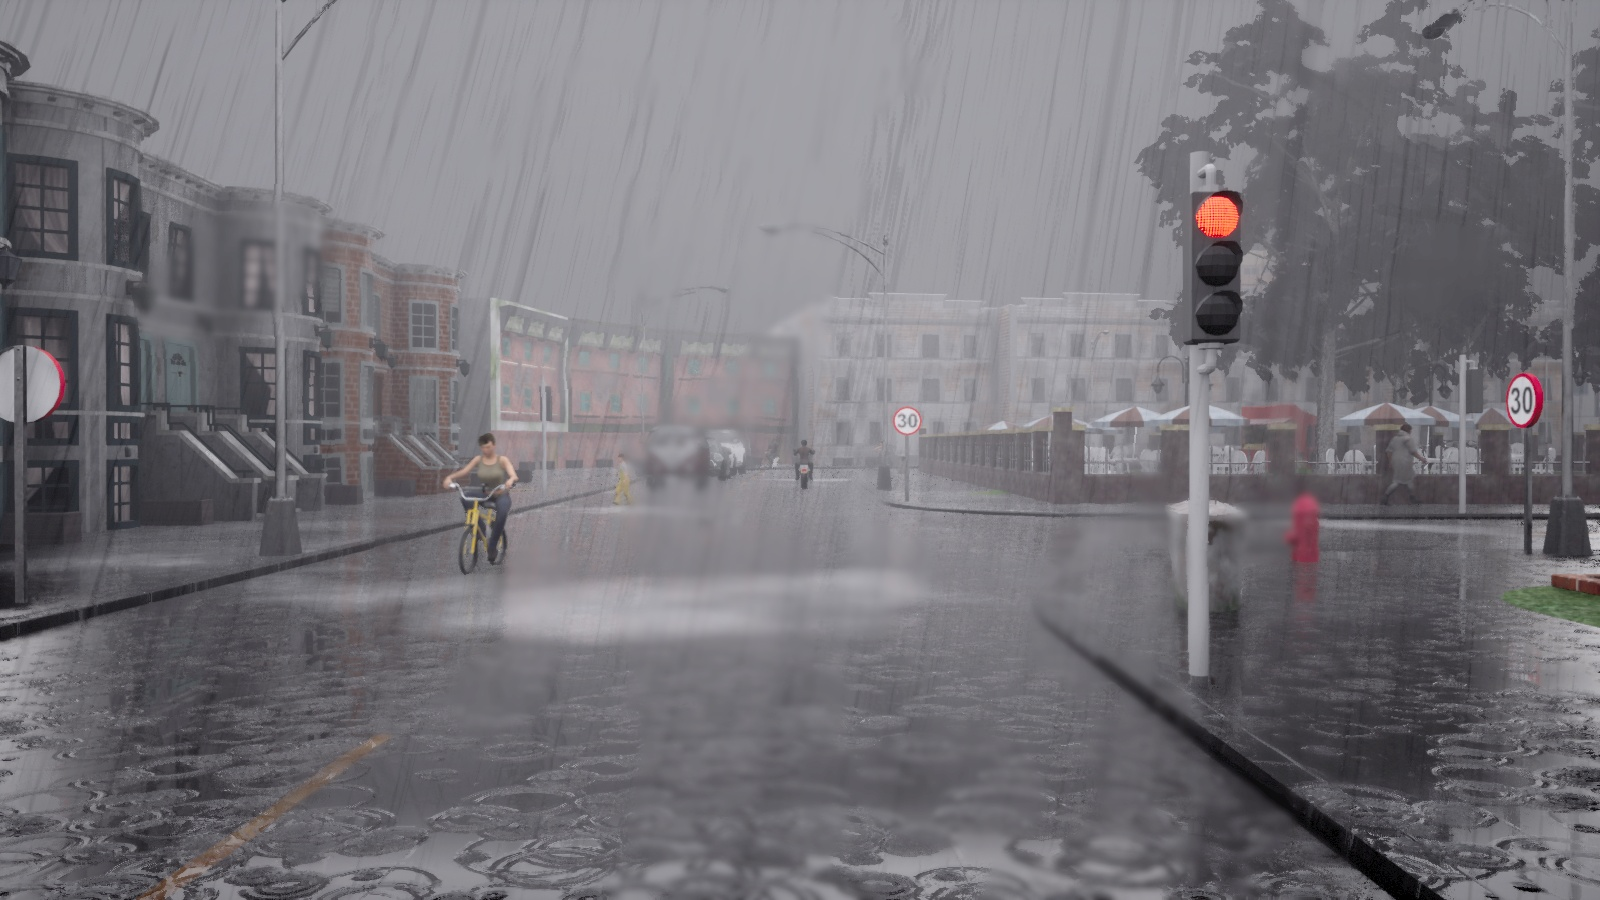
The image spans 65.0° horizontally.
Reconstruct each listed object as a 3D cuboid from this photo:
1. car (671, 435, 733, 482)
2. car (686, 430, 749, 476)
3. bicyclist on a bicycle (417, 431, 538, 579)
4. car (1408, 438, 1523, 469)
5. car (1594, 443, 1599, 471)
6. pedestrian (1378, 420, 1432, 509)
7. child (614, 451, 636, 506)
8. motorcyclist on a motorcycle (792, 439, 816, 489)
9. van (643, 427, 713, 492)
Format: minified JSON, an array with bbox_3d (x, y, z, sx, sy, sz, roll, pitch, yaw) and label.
[{"bbox_3d":[-3.842,0.321,49.766,2.097,1.767,4.553,0,0,0],"label":"car"},{"bbox_3d":[-3.837,0.127,59.414,2.150,2.045,5.566,0,0,5],"label":"car"},{"bbox_3d":[-3.702,0.598,14.549,0.866,1.612,1.509,1,0,6],"label":"bicyclist on a bicycle"},{"bbox_3d":[35.729,0.173,67.509,5.027,1.651,2.152,0,0,0],"label":"car"},{"bbox_3d":[45.081,0.380,67.495,3.705,1.549,1.789,0,0,0],"label":"car"},{"bbox_3d":[13.328,0.311,27.664,0.873,1.952,0.659,0,0,2],"label":"pedestrian"},{"bbox_3d":[-4.055,0.651,29.062,0.437,1.263,0.270,0,0,-38],"label":"child"},{"bbox_3d":[0.141,0.459,42.147,0.766,1.649,2.350,0,0,0],"label":"motorcyclist on a motorcycle"},{"bbox_3d":[-3.858,0.268,40.407,1.775,1.987,4.442,0,0,0],"label":"van"}]
